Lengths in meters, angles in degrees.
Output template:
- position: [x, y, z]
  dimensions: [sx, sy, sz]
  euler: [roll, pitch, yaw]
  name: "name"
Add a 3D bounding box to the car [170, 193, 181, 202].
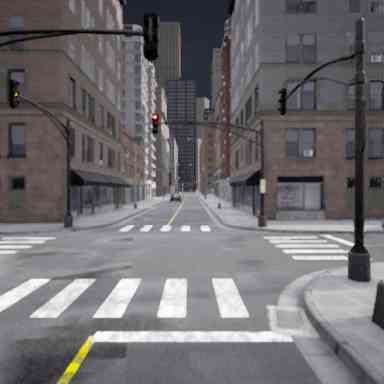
- position: [-2.996, 1.000, 61.383]
  dimensions: [1.882, 1.535, 5.008]
  euler: [0, 0, 0]
  name: "car"
